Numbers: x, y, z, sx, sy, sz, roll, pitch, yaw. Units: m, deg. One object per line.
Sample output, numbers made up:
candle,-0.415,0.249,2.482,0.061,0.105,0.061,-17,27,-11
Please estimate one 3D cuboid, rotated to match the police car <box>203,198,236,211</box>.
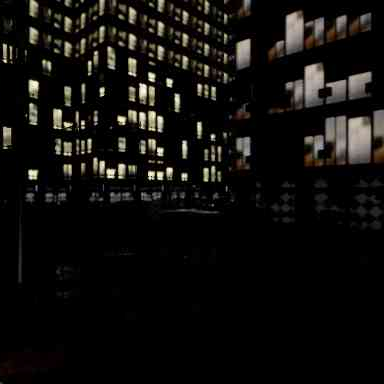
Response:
police car,3.451,1.584,42.680,2.038,1.542,4.974,0,0,44
